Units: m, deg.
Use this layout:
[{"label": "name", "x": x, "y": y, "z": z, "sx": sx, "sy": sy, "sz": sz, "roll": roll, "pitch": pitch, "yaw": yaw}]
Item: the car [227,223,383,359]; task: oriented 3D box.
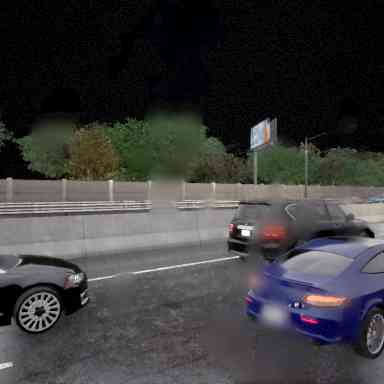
[{"label": "car", "x": 2.987, "y": 1.528, "z": 5.951, "sx": 4.674, "sy": 1.442, "sz": 1.812, "roll": 0, "pitch": 0, "yaw": -36}]

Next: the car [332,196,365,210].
[{"label": "car", "x": 21.420, "y": 1.420, "z": 45.531, "sx": 4.553, "sy": 1.767, "sz": 2.097, "roll": 0, "pitch": 0, "yaw": -36}]

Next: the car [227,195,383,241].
[{"label": "car", "x": 3.651, "y": 1.226, "z": 10.745, "sx": 5.566, "sy": 2.045, "sz": 2.150, "roll": 0, "pitch": 0, "yaw": -36}]

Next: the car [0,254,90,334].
[{"label": "car", "x": -4.117, "y": 1.492, "z": 5.097, "sx": 4.902, "sy": 1.511, "sz": 2.128, "roll": 0, "pitch": 0, "yaw": -36}]

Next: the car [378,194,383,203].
[{"label": "car", "x": 25.435, "y": 1.297, "z": 44.123, "sx": 5.566, "sy": 2.045, "sz": 2.150, "roll": 0, "pitch": 0, "yaw": -36}]
